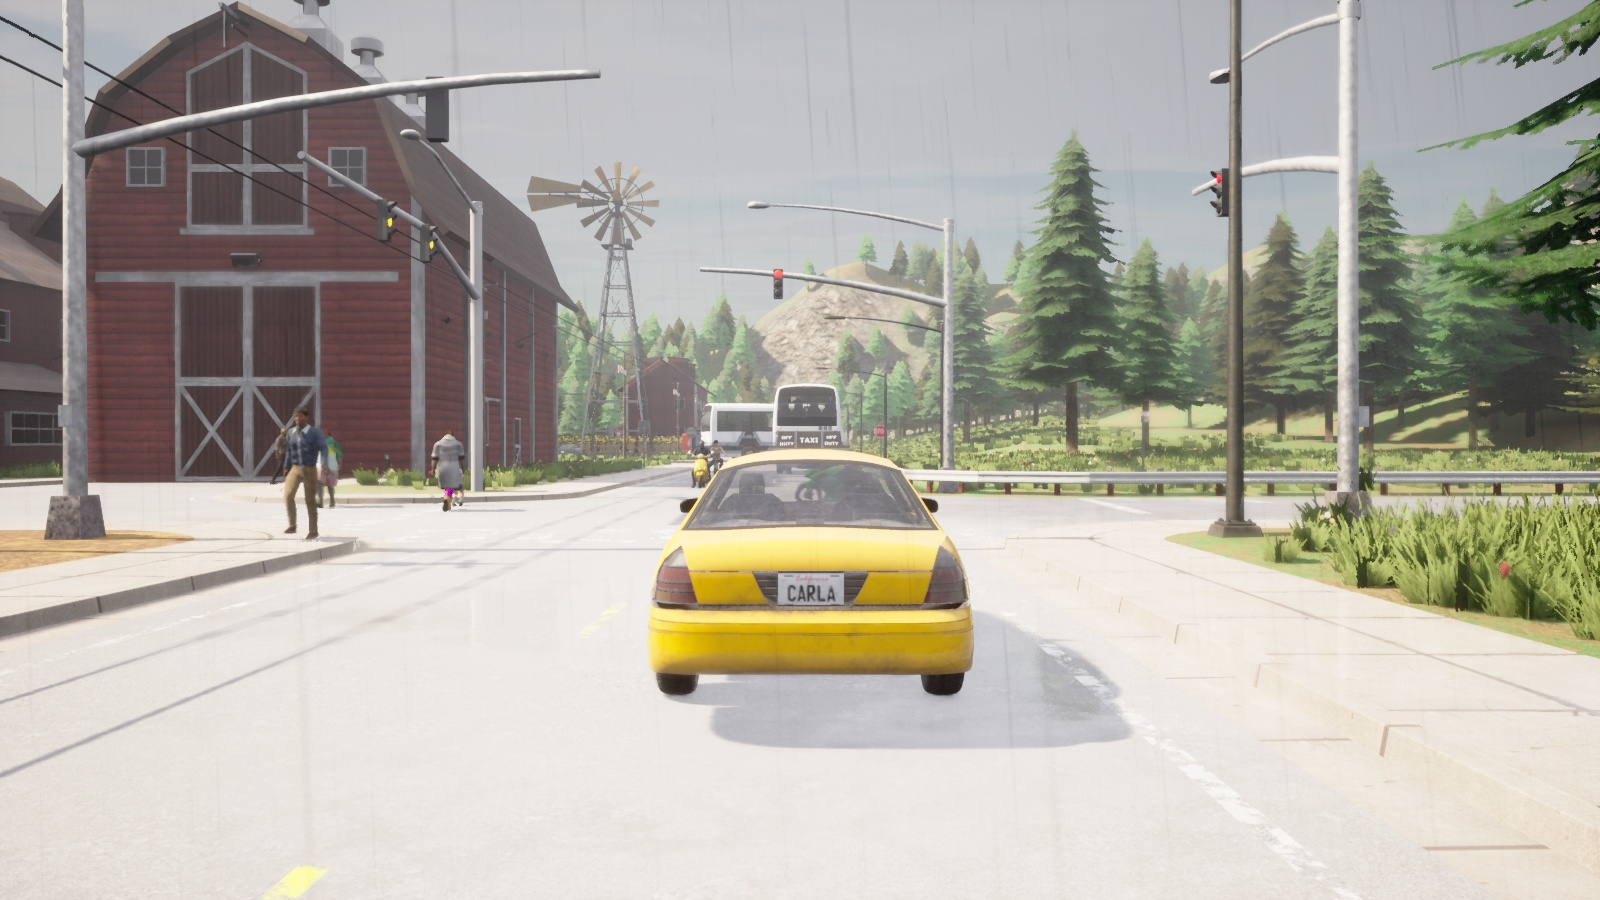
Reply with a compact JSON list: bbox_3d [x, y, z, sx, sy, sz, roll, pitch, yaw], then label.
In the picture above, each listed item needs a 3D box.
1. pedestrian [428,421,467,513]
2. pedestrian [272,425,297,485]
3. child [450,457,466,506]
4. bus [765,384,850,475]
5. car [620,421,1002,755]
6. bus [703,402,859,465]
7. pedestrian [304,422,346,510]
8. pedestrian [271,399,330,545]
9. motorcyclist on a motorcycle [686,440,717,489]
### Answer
[{"bbox_3d":[-7.641,0.362,27.229,0.659,1.952,0.873,0,0,-4],"label":"pedestrian"},{"bbox_3d":[-16.071,0.162,39.130,0.634,1.846,0.331,0,0,-3],"label":"pedestrian"},{"bbox_3d":[-7.953,0.731,29.191,0.255,1.110,0.394,0,0,4],"label":"child"},{"bbox_3d":[0.361,-0.989,63.582,3.944,4.253,10.273,0,0,0],"label":"bus"},{"bbox_3d":[0.063,0.637,8.603,1.801,1.575,5.366,0,0,0],"label":"car"},{"bbox_3d":[-1.364,-1.129,88.804,10.273,4.253,3.944,0,0,-17],"label":"bus"},{"bbox_3d":[-10.730,0.353,28.394,0.659,1.952,0.873,0,0,-4],"label":"pedestrian"},{"bbox_3d":[-6.812,0.290,17.149,0.423,1.949,0.788,0,0,6],"label":"pedestrian"},{"bbox_3d":[-3.259,0.462,41.690,0.866,1.590,1.817,0,0,0],"label":"motorcyclist on a motorcycle"}]
